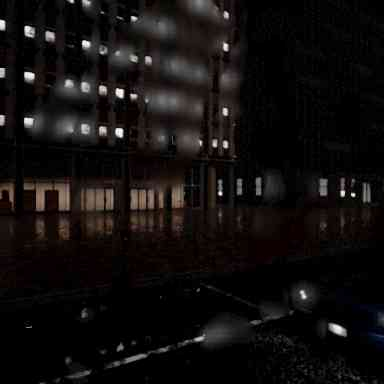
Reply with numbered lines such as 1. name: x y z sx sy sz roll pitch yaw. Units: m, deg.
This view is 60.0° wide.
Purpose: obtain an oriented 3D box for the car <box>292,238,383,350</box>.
1. car: 4.276 1.534 6.101 5.357 1.411 2.033 0 0 -33
